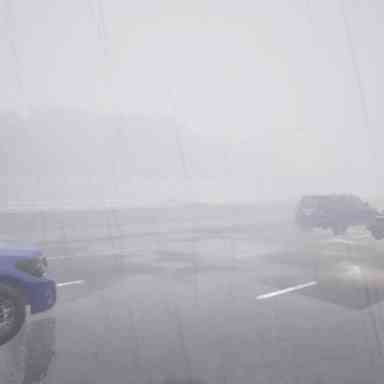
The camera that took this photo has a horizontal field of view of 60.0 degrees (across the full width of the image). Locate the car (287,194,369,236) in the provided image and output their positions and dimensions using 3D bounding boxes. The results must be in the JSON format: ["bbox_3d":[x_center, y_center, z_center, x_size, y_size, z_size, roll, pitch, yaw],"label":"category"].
[{"bbox_3d":[7.925,1.118,17.957,5.566,2.045,2.150,-1,0,-35],"label":"car"}]

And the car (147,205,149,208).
[{"bbox_3d":[-2.538,1.372,36.510,4.892,1.490,1.837,-1,1,-35],"label":"car"}]

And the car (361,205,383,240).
[{"bbox_3d":[10.017,1.400,15.148,4.892,1.490,1.837,-1,0,-35],"label":"car"}]

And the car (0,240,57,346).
[{"bbox_3d":[-4.889,1.222,4.558,5.566,2.045,2.150,0,0,-36],"label":"car"}]

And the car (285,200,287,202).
[{"bbox_3d":[12.936,1.101,38.855,5.008,1.535,1.882,-1,1,-35],"label":"car"}]

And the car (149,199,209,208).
[{"bbox_3d":[-0.194,1.470,25.315,5.357,1.411,2.033,-1,0,-35],"label":"car"}]

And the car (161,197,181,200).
[{"bbox_3d":[-0.630,1.418,33.570,5.357,1.411,2.033,-1,1,-35],"label":"car"}]
